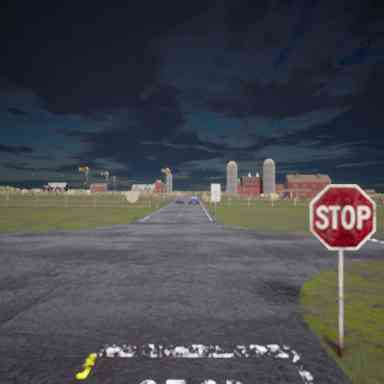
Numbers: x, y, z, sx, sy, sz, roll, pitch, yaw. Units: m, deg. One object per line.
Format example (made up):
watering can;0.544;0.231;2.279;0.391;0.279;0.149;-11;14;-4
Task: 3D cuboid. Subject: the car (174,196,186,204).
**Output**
car;-2.357;1.516;65.603;1.837;1.490;4.892;0;0;0

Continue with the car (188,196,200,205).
car;0.365;1.536;60.551;1.812;1.442;4.674;0;0;0

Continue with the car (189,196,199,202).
car;0.425;1.490;70.619;1.895;1.301;4.718;0;0;0
